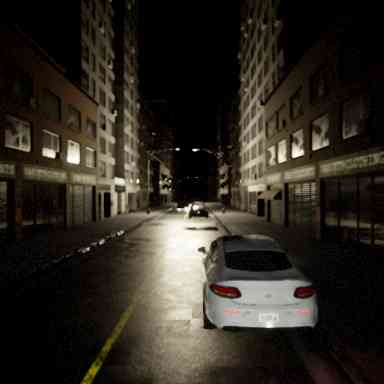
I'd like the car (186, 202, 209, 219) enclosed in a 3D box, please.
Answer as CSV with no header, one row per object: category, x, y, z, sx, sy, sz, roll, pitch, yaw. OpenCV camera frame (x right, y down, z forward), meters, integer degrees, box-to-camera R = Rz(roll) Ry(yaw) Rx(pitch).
car,0.676,1.990,34.177,1.994,1.385,4.181,0,-1,2

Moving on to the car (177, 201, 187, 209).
car,-1.661,2.371,61.728,1.994,1.385,4.181,0,-1,1

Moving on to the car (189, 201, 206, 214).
car,0.799,2.051,44.232,2.128,1.511,4.902,0,-1,1

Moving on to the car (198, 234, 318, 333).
car,1.107,1.606,6.924,1.812,1.442,4.674,0,-1,1
